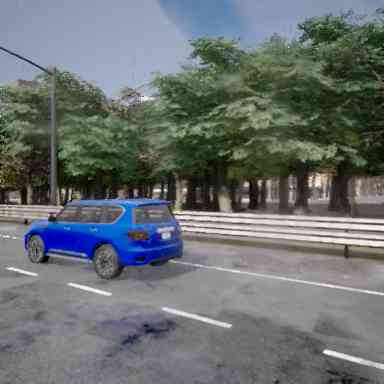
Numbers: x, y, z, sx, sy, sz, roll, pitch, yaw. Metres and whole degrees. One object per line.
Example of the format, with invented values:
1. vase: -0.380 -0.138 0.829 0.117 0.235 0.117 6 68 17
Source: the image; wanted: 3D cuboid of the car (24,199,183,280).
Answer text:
1. car: -2.848 1.233 10.205 5.566 2.045 2.150 0 0 36
